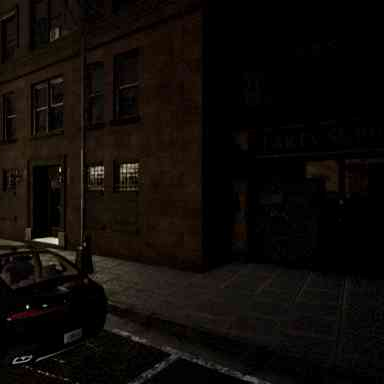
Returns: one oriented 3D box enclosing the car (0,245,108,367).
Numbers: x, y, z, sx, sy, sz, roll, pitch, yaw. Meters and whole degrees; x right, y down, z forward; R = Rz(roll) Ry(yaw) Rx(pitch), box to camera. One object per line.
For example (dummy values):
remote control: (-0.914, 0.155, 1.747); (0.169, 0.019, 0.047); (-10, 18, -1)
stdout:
car: (-3.248, 1.551, 5.410); (4.403, 1.369, 2.008); (0, 0, 36)
